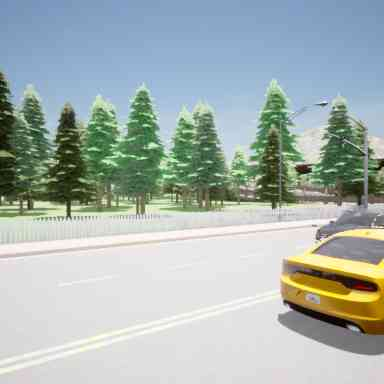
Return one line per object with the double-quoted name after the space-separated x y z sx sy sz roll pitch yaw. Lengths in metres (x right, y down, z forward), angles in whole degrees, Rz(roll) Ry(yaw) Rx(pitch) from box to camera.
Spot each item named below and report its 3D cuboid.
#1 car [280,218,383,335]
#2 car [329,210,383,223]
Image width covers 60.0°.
3.878 1.478 6.519 5.008 1.535 1.882 0 0 -35 "car"
6.818 1.505 13.124 4.892 1.490 1.837 0 0 -35 "car"
